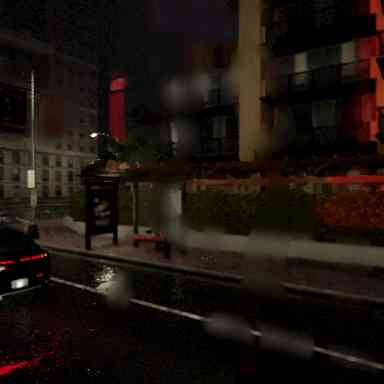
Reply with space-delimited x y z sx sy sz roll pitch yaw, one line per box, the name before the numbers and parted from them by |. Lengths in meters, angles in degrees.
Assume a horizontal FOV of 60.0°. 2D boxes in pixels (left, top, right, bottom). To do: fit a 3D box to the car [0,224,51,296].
car | -5.237 1.500 7.727 4.892 1.490 1.837 0 0 35
